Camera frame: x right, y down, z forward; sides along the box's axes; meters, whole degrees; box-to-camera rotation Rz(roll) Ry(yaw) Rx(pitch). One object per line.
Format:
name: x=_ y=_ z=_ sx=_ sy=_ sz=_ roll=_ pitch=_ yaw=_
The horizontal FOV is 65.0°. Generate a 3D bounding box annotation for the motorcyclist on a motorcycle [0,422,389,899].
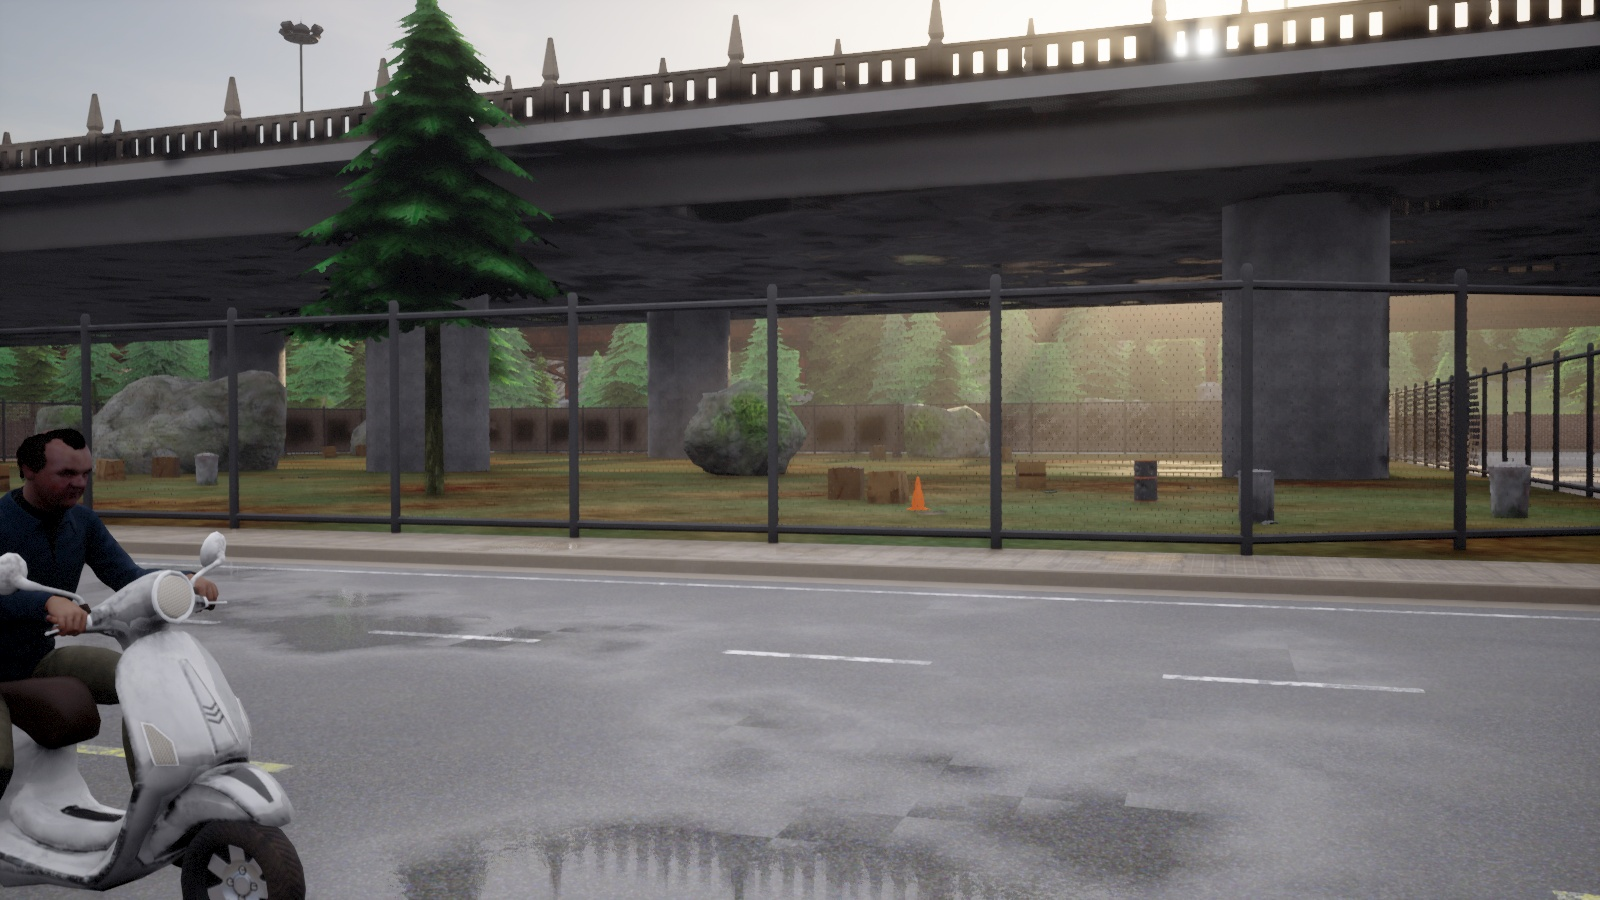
motorcyclist on a motorcycle: x=-2.341 y=0.708 z=3.980 sx=1.817 sy=1.590 sz=0.866 roll=1 pitch=1 yaw=19
